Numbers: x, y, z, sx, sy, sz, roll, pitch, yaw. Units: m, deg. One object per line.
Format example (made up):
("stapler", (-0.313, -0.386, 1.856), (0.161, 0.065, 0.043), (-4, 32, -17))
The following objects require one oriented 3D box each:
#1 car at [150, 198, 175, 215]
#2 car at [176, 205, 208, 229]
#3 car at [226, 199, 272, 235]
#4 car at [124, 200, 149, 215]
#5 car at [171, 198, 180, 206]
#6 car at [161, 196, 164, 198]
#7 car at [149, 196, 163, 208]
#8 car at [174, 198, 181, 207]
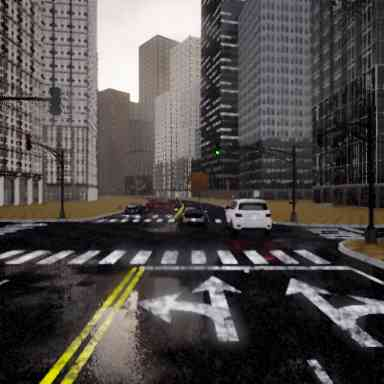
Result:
("car", (-3.332, 1.830, 38.814), (1.882, 1.535, 5.008), (0, 0, 0))
("car", (0.108, 1.776, 23.457), (1.994, 1.385, 4.181), (0, 0, 0))
("car", (3.358, 1.442, 20.515), (2.150, 2.045, 5.566), (0, 0, 0))
("car", (-6.582, 1.917, 38.783), (1.994, 1.385, 4.181), (0, 0, 0))
("car", (-3.531, 2.090, 71.175), (1.837, 1.490, 4.892), (0, 0, -2))
("car", (-6.786, 1.720, 71.237), (1.837, 1.490, 4.892), (0, 0, -2))
("car", (-6.547, 1.965, 55.803), (1.882, 1.535, 5.008), (0, -1, 0))
("car", (-3.299, 1.992, 55.657), (1.837, 1.490, 4.892), (0, -1, 0))
